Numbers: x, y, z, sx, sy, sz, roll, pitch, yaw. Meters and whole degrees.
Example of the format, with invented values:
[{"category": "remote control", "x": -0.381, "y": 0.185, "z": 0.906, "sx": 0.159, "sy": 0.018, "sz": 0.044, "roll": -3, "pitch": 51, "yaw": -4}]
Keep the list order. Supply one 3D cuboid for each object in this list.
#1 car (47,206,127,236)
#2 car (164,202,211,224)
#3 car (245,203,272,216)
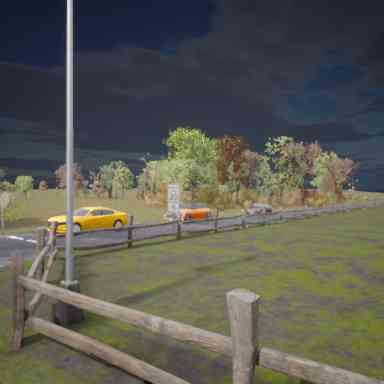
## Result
[{"category": "car", "x": -6.132, "y": 1.650, "z": 19.986, "sx": 1.882, "sy": 1.535, "sz": 5.008, "roll": 1, "pitch": 0, "yaw": 36}, {"category": "car", "x": -0.332, "y": 1.666, "z": 28.052, "sx": 2.097, "sy": 1.767, "sz": 4.553, "roll": 1, "pitch": 0, "yaw": 36}, {"category": "car", "x": 8.084, "y": 2.047, "z": 39.736, "sx": 1.812, "sy": 1.442, "sz": 4.674, "roll": 1, "pitch": 0, "yaw": 36}]
